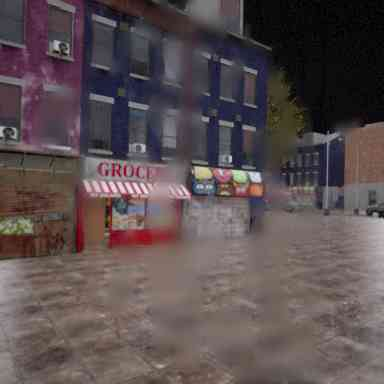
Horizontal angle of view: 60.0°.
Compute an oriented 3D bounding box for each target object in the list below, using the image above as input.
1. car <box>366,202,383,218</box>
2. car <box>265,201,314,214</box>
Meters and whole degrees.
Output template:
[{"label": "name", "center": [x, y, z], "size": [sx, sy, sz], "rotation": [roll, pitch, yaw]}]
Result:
[{"label": "car", "center": [16.674, 1.534, 26.798], "size": [1.837, 1.490, 4.892], "rotation": [2, -2, -34]}, {"label": "car", "center": [10.371, 1.661, 35.769], "size": [2.033, 1.411, 5.357], "rotation": [2, -2, -35]}]
